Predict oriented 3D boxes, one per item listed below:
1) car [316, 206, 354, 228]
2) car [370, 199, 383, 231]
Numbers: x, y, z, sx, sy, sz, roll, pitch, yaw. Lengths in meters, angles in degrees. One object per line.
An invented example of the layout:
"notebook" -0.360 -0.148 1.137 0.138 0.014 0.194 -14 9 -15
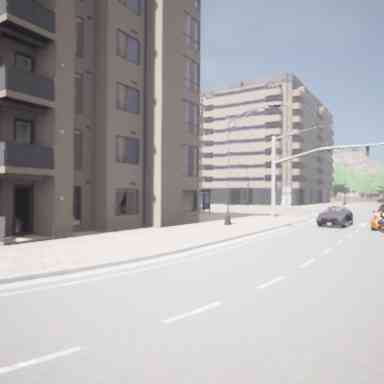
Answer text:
"car" 10.615 1.767 24.394 2.033 1.411 5.357 0 0 34
"car" 13.036 1.575 21.726 2.097 1.767 4.553 0 0 34
